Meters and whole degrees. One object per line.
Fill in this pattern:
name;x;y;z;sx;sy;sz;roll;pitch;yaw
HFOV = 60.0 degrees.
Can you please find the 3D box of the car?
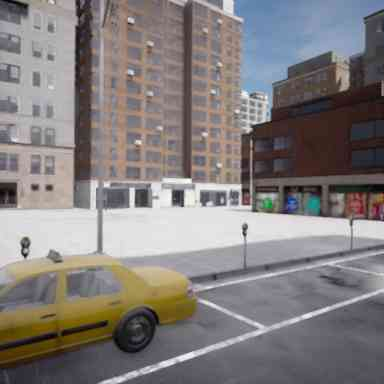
car;-2.192;1.532;4.623;4.829;1.417;1.752;1;0;-35
